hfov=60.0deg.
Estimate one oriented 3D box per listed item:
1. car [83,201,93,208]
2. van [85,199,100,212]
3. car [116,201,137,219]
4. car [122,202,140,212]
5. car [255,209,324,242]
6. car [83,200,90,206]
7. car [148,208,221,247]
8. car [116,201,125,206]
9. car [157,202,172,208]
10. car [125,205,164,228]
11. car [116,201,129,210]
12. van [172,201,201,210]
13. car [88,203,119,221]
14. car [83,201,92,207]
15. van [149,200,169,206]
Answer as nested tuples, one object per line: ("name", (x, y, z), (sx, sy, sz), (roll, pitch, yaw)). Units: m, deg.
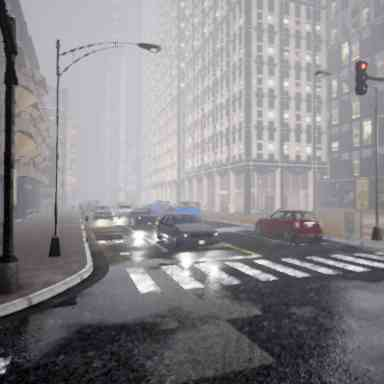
("car", (-23.116, 2.736, 73.938), (1.947, 1.339, 4.313), (1, -1, -19))
("van", (-13.901, 2.041, 47.249), (1.690, 1.788, 3.998), (1, -1, -19))
("car", (-7.063, 2.033, 35.393), (1.812, 1.442, 4.674), (1, -1, -19))
("car", (-9.810, 2.320, 53.134), (2.128, 1.511, 4.902), (1, -1, -19))
("car", (5.077, 1.676, 17.947), (1.967, 1.590, 4.097), (1, -1, -19))
("car", (-28.588, 2.980, 89.794), (1.752, 1.417, 4.829), (1, -1, -19))
("car", (-0.456, 1.728, 16.238), (2.033, 1.411, 5.357), (1, -1, -19))
("car", (-18.880, 3.027, 87.348), (1.802, 1.307, 4.206), (1, -1, -19))
("car", (-2.295, 2.151, 39.300), (2.008, 1.369, 4.403), (1, -1, -19))
("car", (-3.710, 1.941, 25.659), (1.895, 1.301, 4.718), (1, -1, -19))
("car", (-13.087, 2.473, 62.626), (1.882, 1.535, 5.008), (1, -1, -19))
("van", (-0.451, 1.849, 33.965), (1.690, 1.788, 3.998), (1, -1, -19))
("car", (-8.374, 1.974, 31.229), (2.008, 1.369, 4.403), (1, -1, -19))
("car", (-24.958, 2.816, 79.277), (2.008, 1.369, 4.403), (1, -1, -19))
("van", (-4.136, 2.033, 44.643), (1.690, 1.788, 3.998), (1, -1, -19))
